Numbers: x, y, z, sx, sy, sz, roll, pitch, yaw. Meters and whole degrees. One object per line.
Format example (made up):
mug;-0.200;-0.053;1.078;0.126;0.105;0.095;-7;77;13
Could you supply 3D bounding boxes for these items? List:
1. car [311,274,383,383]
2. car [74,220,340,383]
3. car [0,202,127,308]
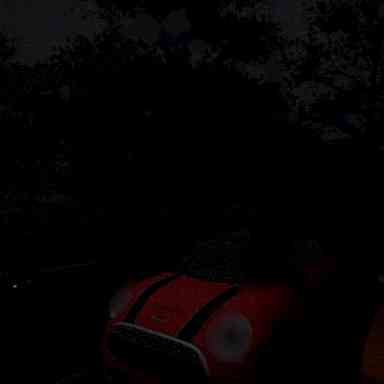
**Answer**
car;3.082;1.531;3.567;2.097;1.535;5.008;0;-1;35
car;0.828;1.415;5.205;2.185;1.767;4.553;0;0;35
car;-3.731;1.284;8.424;2.435;2.045;5.566;0;0;35
